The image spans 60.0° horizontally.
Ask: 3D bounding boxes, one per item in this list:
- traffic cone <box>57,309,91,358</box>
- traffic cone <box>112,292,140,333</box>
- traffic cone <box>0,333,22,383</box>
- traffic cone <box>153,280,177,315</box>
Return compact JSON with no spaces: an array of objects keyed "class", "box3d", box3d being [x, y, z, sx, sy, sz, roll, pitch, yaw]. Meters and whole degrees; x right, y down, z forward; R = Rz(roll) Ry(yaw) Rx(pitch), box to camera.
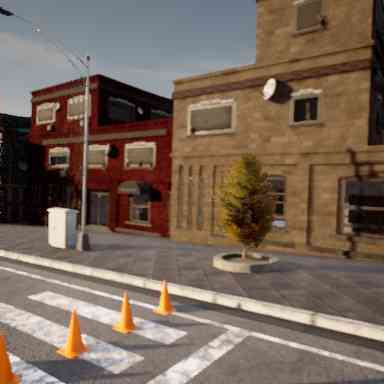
[{"class":"traffic cone","box3d":[-1.688,1.983,4.777,0.340,0.580,0.340,0,0,36]},{"class":"traffic cone","box3d":[-1.106,1.987,5.588,0.340,0.580,0.340,0,0,36]},{"class":"traffic cone","box3d":[-2.271,1.979,3.964,0.340,0.580,0.340,0,0,36]},{"class":"traffic cone","box3d":[-0.523,1.991,6.400,0.340,0.580,0.340,0,0,36]}]
